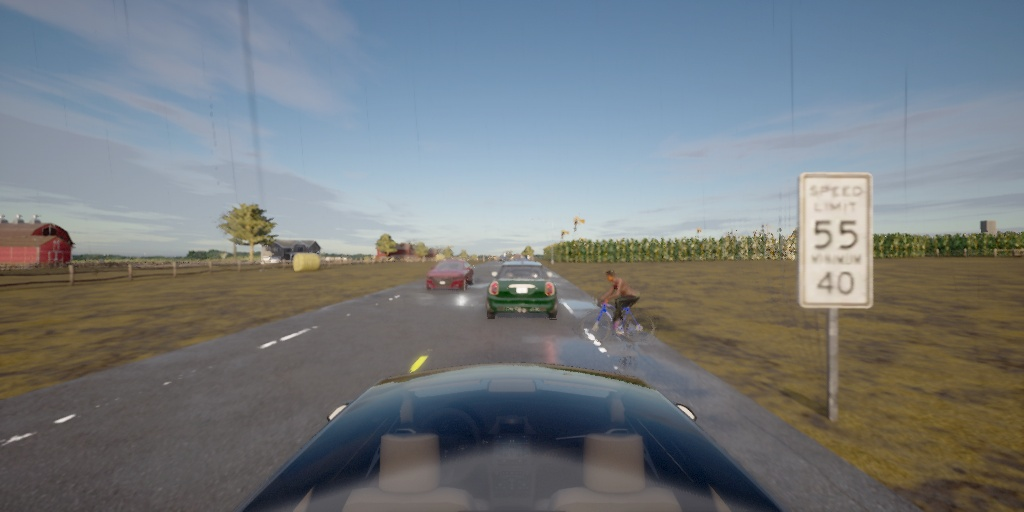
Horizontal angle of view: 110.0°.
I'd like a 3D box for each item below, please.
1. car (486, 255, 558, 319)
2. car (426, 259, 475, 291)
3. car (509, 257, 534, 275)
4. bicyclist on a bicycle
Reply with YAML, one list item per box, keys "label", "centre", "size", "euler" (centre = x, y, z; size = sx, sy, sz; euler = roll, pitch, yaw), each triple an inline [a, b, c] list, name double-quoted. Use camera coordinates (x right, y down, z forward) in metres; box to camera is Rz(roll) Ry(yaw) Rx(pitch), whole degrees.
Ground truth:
- label: "car"
  centre: [0.337, 0.950, 12.230]
  size: [2.097, 1.767, 4.553]
  euler: [0, 1, 1]
- label: "car"
  centre: [-3.181, 0.940, 19.217]
  size: [1.882, 1.535, 5.008]
  euler: [0, 1, 2]
- label: "car"
  centre: [0.852, 0.860, 32.623]
  size: [2.033, 1.411, 5.357]
  euler: [0, 1, 1]
- label: "bicyclist on a bicycle"
  centre: [2.322, 1.129, 7.897]
  size: [1.656, 1.620, 0.582]
  euler: [0, 1, 1]
